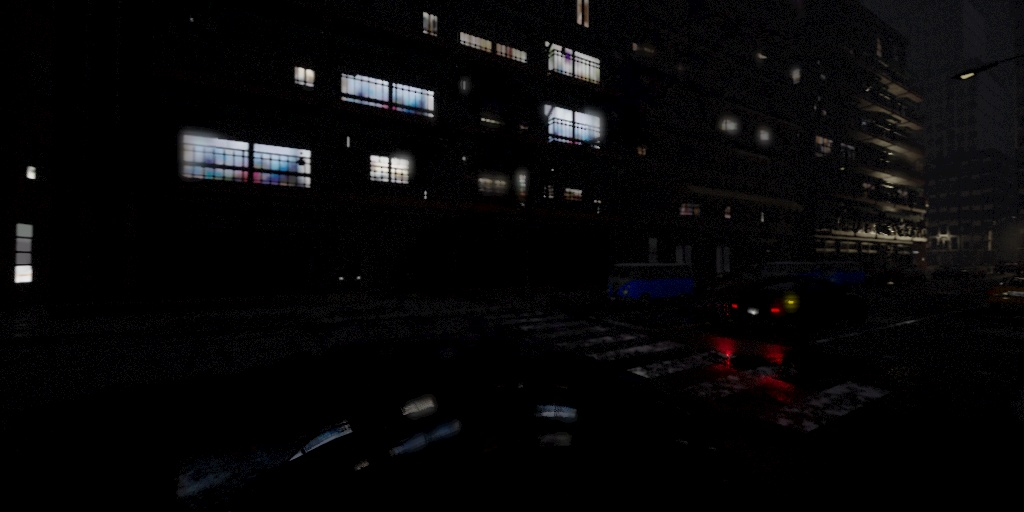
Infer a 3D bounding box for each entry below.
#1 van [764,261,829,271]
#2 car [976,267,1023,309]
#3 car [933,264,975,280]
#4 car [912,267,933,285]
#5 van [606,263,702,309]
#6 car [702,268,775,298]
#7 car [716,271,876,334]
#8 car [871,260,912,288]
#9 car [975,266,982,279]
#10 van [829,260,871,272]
[{"bbox_3d":[15.881,1.217,20.415,3.998,1.789,1.690,0,0,-27],"label":"van"},{"bbox_3d":[19.668,1.290,13.503,4.829,1.417,1.751,0,0,-27],"label":"car"},{"bbox_3d":[40.904,1.554,33.424,4.207,1.307,1.802,0,0,-27],"label":"car"},{"bbox_3d":[30.895,1.515,28.221,4.207,1.307,1.802,0,0,-27],"label":"car"},{"bbox_3d":[5.872,1.181,15.212,3.998,1.789,1.690,0,0,-27],"label":"van"},{"bbox_3d":[10.877,1.440,17.813,4.207,1.307,1.802,0,0,-27],"label":"car"},{"bbox_3d":[8.425,1.292,10.559,4.674,1.442,1.812,0,-1,-27],"label":"car"},{"bbox_3d":[25.890,1.228,25.619,5.009,1.841,2.192,0,0,-27],"label":"car"},{"bbox_3d":[45.757,1.518,35.947,4.829,1.417,1.751,0,0,-27],"label":"car"},{"bbox_3d":[20.886,1.235,23.017,3.998,1.789,1.690,0,0,-27],"label":"van"}]
